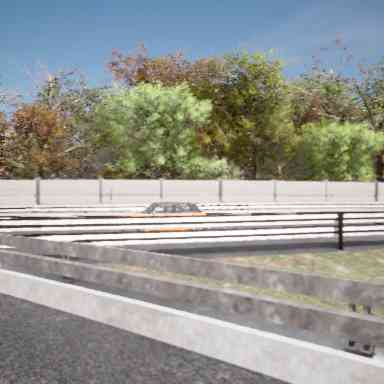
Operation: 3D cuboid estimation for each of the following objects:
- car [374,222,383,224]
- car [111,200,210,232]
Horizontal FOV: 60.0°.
[{"bbox_3d":[13.544,1.451,19.555,5.357,1.411,2.033,0,0,-13],"label":"car"},{"bbox_3d":[-1.507,1.240,15.858,4.553,1.767,2.097,0,0,-13],"label":"car"}]
